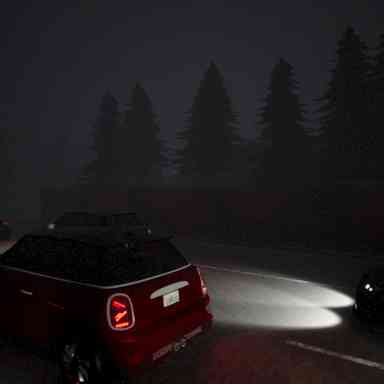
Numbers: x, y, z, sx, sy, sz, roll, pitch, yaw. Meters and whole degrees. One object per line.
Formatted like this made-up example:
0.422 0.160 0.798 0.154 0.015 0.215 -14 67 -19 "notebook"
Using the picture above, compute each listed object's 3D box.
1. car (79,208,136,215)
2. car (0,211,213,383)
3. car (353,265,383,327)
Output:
-3.408 1.351 10.716 4.553 1.767 2.097 0 0 35 "car"
-1.989 1.352 5.404 4.553 1.767 2.097 0 0 35 "car"
4.726 1.564 4.917 4.181 1.385 1.994 0 0 36 "car"
